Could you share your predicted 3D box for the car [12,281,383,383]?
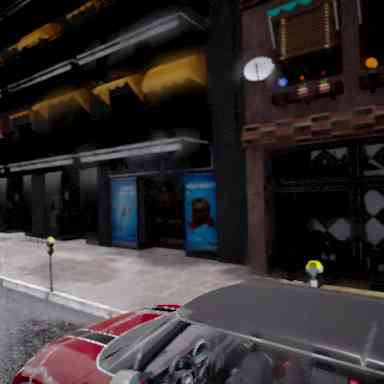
[{"bbox_3d":[0.399,1.448,2.471,4.097,1.590,1.967,-1,-2,36],"label":"car"}]
